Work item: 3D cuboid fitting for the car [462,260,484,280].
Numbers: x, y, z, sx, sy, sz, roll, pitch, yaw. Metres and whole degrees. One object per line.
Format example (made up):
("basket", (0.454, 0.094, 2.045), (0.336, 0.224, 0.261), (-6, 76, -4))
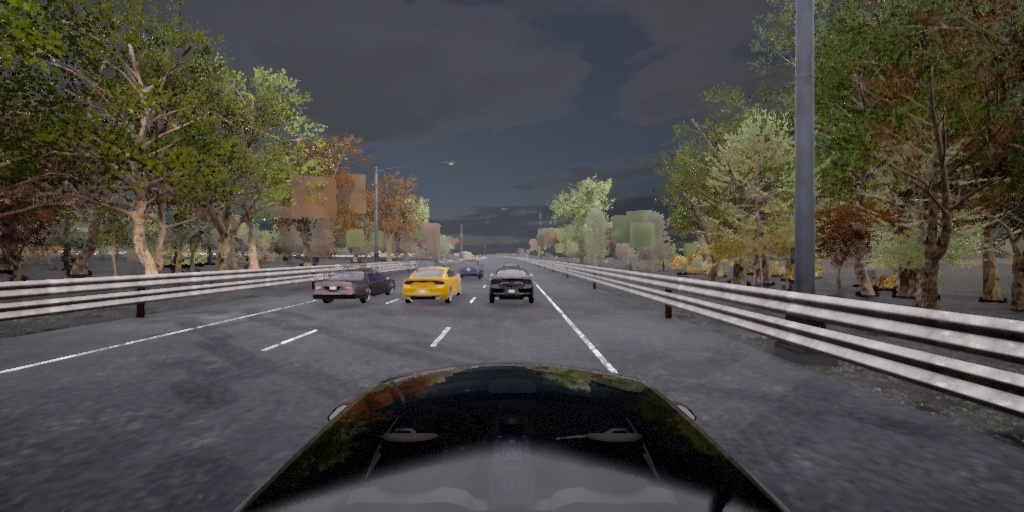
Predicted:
("car", (-3.590, 1.114, 31.555), (2.097, 1.767, 4.553), (0, 0, 0))

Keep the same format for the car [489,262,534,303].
("car", (-0.023, 1.234, 16.580), (1.882, 1.535, 5.008), (0, 0, 0))

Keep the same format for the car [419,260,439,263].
("car", (-7.090, 1.114, 31.534), (2.097, 1.767, 4.553), (0, 0, 0))

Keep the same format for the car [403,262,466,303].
("car", (-3.522, 1.234, 16.569), (1.882, 1.535, 5.008), (0, 0, 0))

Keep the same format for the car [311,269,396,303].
("car", (-7.022, 1.312, 16.559), (2.033, 1.411, 5.357), (0, 0, 0))
